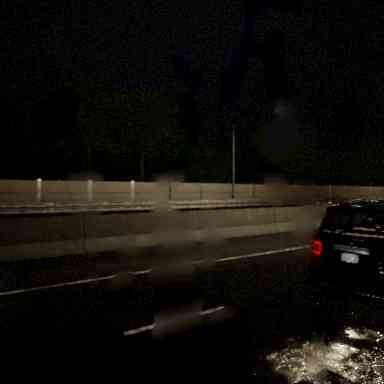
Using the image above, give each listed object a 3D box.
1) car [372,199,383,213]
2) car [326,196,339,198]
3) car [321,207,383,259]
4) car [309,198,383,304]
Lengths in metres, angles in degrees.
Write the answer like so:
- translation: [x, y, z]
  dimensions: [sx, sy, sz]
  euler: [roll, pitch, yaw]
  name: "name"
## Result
- translation: [22.209, 1.511, 37.032]
  dimensions: [4.892, 1.490, 1.837]
  euler: [0, 0, -35]
  name: "car"
- translation: [17.934, 1.358, 42.576]
  dimensions: [4.553, 1.767, 2.097]
  euler: [0, 0, -35]
  name: "car"
- translation: [7.520, 1.480, 13.431]
  dimensions: [5.008, 1.535, 1.882]
  euler: [0, 0, -35]
  name: "car"
- translation: [4.898, 1.224, 7.273]
  dimensions: [5.566, 2.045, 2.150]
  euler: [0, 0, -35]
  name: "car"
